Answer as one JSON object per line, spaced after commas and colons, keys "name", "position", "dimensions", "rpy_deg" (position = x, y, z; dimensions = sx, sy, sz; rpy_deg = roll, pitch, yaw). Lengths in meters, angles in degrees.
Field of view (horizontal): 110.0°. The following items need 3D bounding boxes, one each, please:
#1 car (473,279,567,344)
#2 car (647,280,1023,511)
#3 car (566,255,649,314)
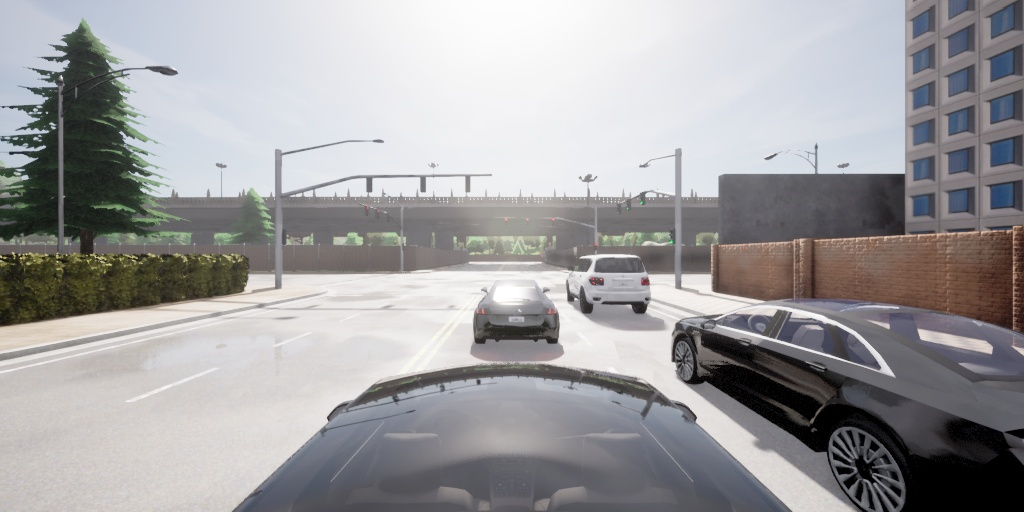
{"name": "car", "position": [0.096, 1.314, 9.611], "dimensions": [1.994, 1.385, 4.181], "rpy_deg": [0, 0, 0]}
{"name": "car", "position": [3.596, 1.242, 4.150], "dimensions": [2.128, 1.511, 4.902], "rpy_deg": [0, 0, 0]}
{"name": "car", "position": [3.493, 0.971, 13.955], "dimensions": [2.150, 2.045, 5.566], "rpy_deg": [0, 0, 0]}
